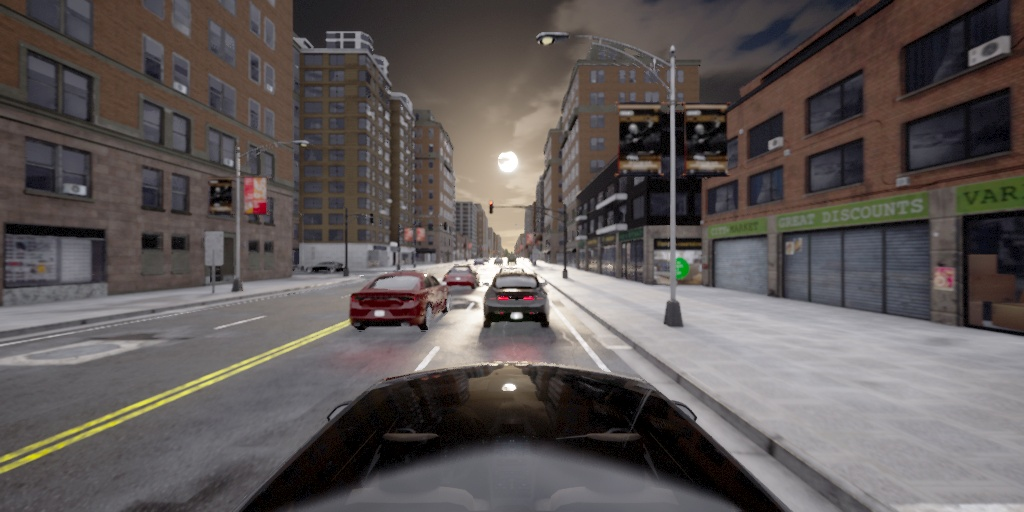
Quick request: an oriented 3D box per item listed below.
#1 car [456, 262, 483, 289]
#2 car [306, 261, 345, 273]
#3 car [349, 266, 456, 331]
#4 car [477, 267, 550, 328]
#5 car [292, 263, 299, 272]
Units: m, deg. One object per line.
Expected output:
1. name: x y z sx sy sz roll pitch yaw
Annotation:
1. car: -3.147 1.289 22.874 1.994 1.385 4.181 0 0 0
2. car: -22.151 1.293 42.654 4.313 1.339 1.948 0 0 0
3. car: -3.150 1.216 10.997 1.882 1.535 5.008 0 0 0
4. car: 0.102 1.243 11.377 1.837 1.490 4.892 0 0 0
5. car: -27.813 1.278 42.679 4.403 1.370 2.007 0 0 0
